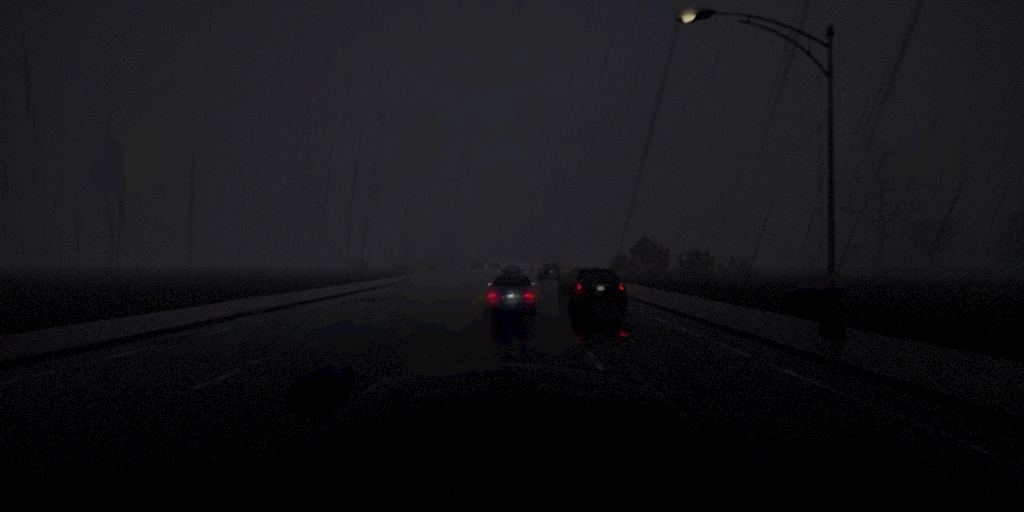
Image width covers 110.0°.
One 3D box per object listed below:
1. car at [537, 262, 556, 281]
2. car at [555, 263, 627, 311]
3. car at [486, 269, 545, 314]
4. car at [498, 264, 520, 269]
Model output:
[{"bbox_3d":[3.266,1.381,30.268,2.097,1.767,4.553,0,-1,0],"label":"car"},{"bbox_3d":[3.267,1.237,15.270,2.097,1.767,4.553,0,-1,0],"label":"car"},{"bbox_3d":[0.005,1.425,14.382,2.033,1.411,5.357,0,-1,0],"label":"car"},{"bbox_3d":[0.019,1.560,30.742,1.812,1.442,4.674,0,0,0],"label":"car"}]
